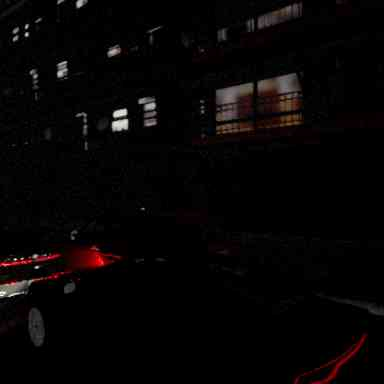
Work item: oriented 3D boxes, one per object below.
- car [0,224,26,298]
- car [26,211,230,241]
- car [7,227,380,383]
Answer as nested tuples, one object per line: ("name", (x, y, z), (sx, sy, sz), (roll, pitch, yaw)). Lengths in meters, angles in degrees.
("car", (-5.091, 1.538, 7.971), (4.892, 1.490, 1.837), (0, 0, 34))
("car", (-1.384, 1.364, 7.618), (5.009, 1.841, 2.192), (0, -1, 36))
("car", (-0.404, 1.513, 4.380), (5.008, 1.535, 1.882), (0, -1, 41))
